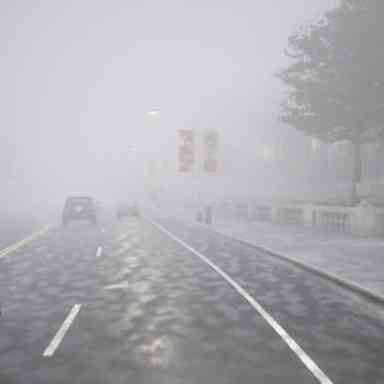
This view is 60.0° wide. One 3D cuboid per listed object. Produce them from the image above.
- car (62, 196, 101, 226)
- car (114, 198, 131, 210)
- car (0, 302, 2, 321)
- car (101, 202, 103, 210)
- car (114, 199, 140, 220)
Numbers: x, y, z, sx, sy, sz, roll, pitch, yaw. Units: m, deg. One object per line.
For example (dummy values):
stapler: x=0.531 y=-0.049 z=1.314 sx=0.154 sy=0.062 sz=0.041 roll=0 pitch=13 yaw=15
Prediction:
car: x=-8.050 y=1.284 z=24.283 sx=2.150 sy=2.045 sz=5.566 roll=0 pitch=0 yaw=-14
car: x=-9.432 y=1.629 z=44.828 sx=2.033 sy=1.411 sz=5.357 roll=0 pitch=0 yaw=-14
car: x=-3.743 y=1.551 z=3.231 sx=1.812 sy=1.442 sz=4.674 roll=0 pitch=0 yaw=-4
car: x=-12.241 y=1.601 z=41.565 sx=1.837 sy=1.490 sz=4.892 roll=0 pitch=0 yaw=-14
car: x=-5.605 y=1.541 z=29.036 sx=2.128 sy=1.511 sz=4.902 roll=0 pitch=0 yaw=-14
